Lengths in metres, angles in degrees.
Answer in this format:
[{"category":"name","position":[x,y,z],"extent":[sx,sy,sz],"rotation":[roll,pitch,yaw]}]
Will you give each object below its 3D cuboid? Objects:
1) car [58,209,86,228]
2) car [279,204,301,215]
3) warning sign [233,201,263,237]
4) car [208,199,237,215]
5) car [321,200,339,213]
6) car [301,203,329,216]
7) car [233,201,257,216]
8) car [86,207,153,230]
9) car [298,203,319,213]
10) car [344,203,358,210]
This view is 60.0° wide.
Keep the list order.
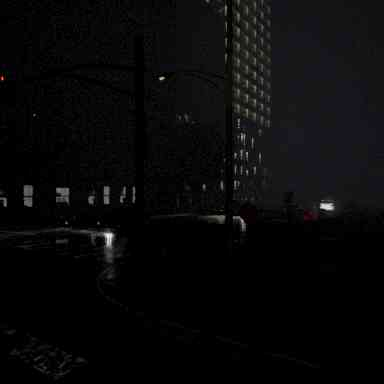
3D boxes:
[{"category":"car","position":[-7.657,1.922,25.342],"extent":[1.895,1.301,4.718],"rotation":[0,-1,33]},{"category":"car","position":[13.630,2.395,46.075],"extent":[2.033,1.411,5.357],"rotation":[0,-1,33]},{"category":"warning sign","position":[3.109,1.454,18.570],"extent":[1.300,1.860,1.060],"rotation":[1,1,33]},{"category":"car","position":[4.292,1.937,43.840],"extent":[2.150,2.045,5.566],"rotation":[0,-1,33]},{"category":"car","position":[21.914,2.254,53.003],"extent":[2.150,2.045,5.566],"rotation":[0,-1,33]},{"category":"car","position":[16.496,2.456,44.519],"extent":[1.895,1.301,4.718],"rotation":[0,-1,33]},{"category":"car","position":[6.567,2.210,41.371],"extent":[1.837,1.490,4.892],"rotation":[0,-1,33]},{"category":"car","position":[-4.796,1.834,23.783],"extent":[1.837,1.490,4.892],"rotation":[0,-1,33]},{"category":"car","position":[19.164,2.576,54.737],"extent":[2.033,1.411,5.357],"rotation":[0,-1,33]},{"category":"car","position":[31.480,2.837,65.732],"extent":[1.812,1.442,4.674],"rotation":[0,-1,33]}]
